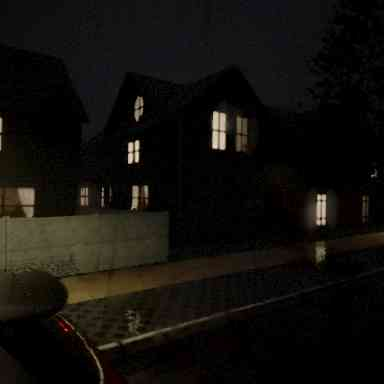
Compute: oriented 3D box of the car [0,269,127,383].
[{"bbox_3d":[-2.456,1.351,1.318,4.553,1.767,2.097,0,0,-36],"label":"car"}]
